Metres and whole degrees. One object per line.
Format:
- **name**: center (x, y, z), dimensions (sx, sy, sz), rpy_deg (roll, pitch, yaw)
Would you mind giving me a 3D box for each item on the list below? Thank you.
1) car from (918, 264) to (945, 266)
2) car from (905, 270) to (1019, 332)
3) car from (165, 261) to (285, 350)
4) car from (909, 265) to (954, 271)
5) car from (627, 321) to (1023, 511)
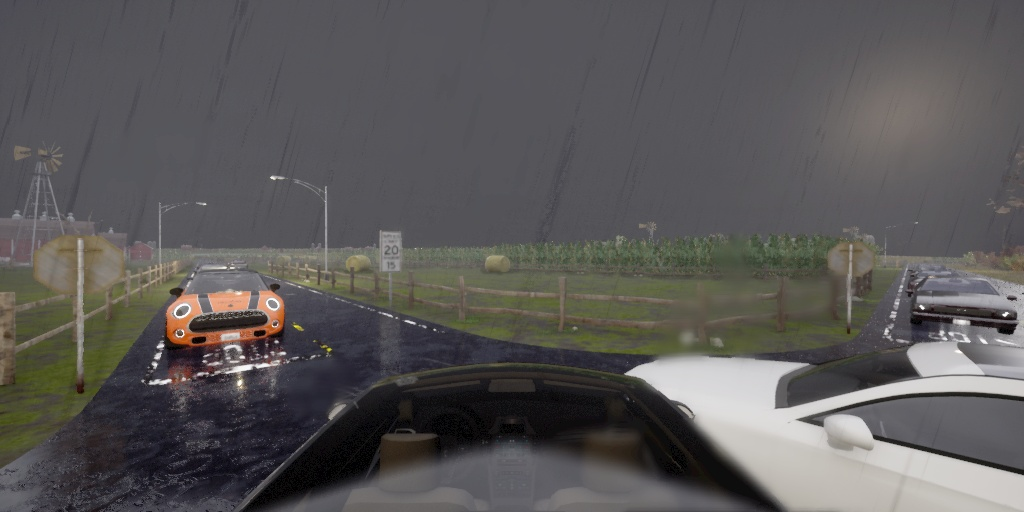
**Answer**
- **car**: center (28.765, 1.300, 24.653), dimensions (4.902, 1.511, 2.128), rpy_deg (0, 1, -42)
- **car**: center (13.675, 1.331, 11.086), dimensions (5.357, 1.411, 2.033), rpy_deg (0, 1, -42)
- **car**: center (-7.438, 1.135, 9.414), dimensions (2.097, 1.767, 4.553), rpy_deg (0, 0, -39)
- **car**: center (21.103, 1.358, 17.771), dimensions (4.181, 1.385, 1.994), rpy_deg (0, 1, -42)
- **car**: center (2.866, 1.293, 2.171), dimensions (1.812, 1.442, 4.674), rpy_deg (0, 1, -43)
